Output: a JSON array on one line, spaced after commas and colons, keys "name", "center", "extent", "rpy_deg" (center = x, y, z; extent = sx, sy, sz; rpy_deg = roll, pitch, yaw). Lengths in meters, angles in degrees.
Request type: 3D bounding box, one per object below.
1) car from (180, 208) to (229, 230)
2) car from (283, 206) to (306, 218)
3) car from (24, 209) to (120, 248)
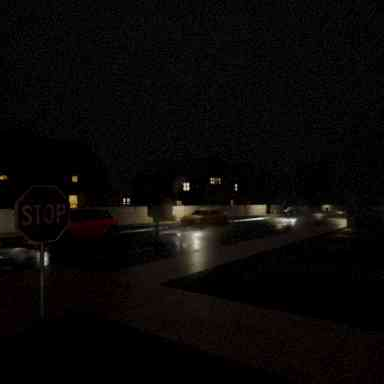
[{"name": "car", "center": [1.054, 2.050, 26.079], "extent": [1.882, 1.535, 5.008], "rpy_deg": [0, -1, 35]}, {"name": "car", "center": [13.481, 2.624, 43.607], "extent": [2.128, 1.511, 4.902], "rpy_deg": [0, -2, 36]}, {"name": "car", "center": [-5.741, 1.635, 16.336], "extent": [2.097, 1.767, 4.553], "rpy_deg": [0, -2, 34]}]
